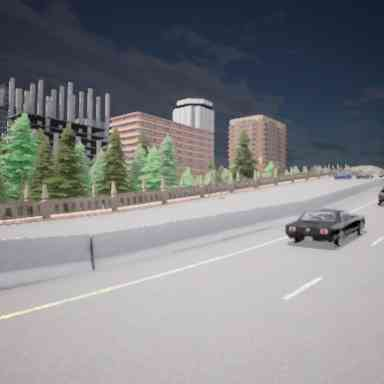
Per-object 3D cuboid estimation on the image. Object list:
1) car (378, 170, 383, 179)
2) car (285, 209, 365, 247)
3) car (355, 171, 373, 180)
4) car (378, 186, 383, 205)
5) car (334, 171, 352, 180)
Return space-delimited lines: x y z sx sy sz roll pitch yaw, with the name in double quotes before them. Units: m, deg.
"car" 32.717 -2.978 55.861 2.033 1.411 5.357 0 5 41
"car" 5.825 1.352 14.137 1.895 1.301 4.718 0 3 41
"car" 30.185 -2.965 58.287 1.994 1.385 4.181 0 5 41
"car" 15.699 0.079 25.519 2.128 1.511 4.902 0 5 41
"car" 27.411 -3.013 60.424 1.882 1.535 5.008 0 5 41
